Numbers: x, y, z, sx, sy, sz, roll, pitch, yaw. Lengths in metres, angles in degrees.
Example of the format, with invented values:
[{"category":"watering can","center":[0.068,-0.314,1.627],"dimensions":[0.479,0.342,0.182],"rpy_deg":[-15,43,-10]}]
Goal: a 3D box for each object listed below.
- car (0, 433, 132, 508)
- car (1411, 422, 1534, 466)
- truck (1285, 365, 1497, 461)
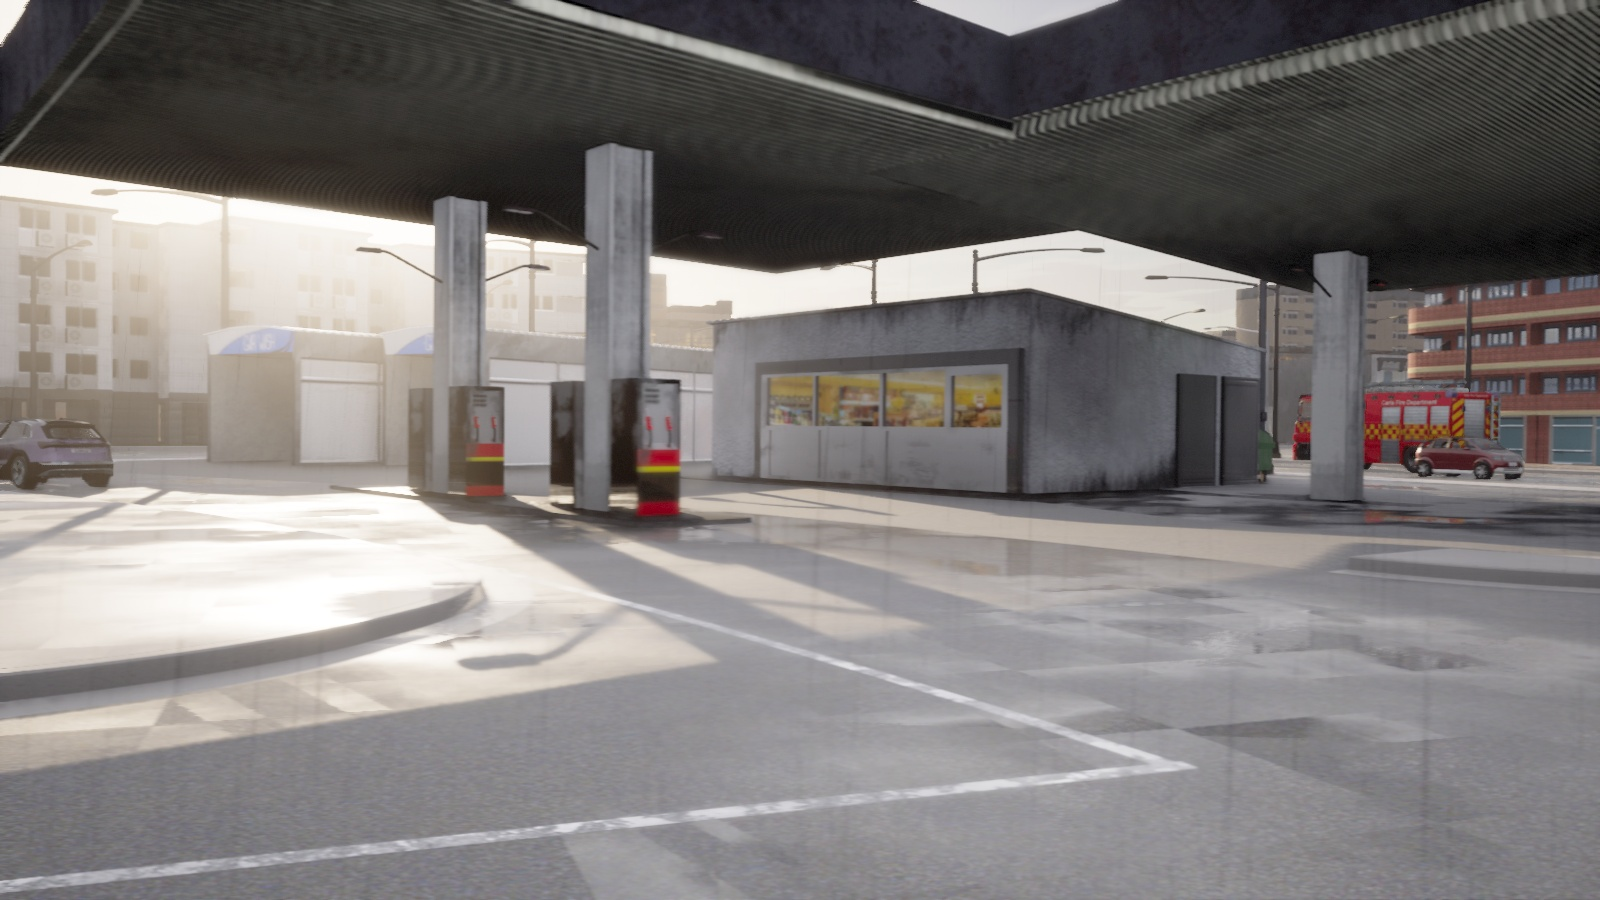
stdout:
[{"category":"car","center":[-18.278,0.438,29.976],"dimensions":[4.856,1.649,2.033],"rpy_deg":[0,1,34]},{"category":"car","center":[24.699,-0.243,46.263],"dimensions":[1.789,1.549,3.705],"rpy_deg":[-1,1,-22]},{"category":"truck","center":[25.294,-1.524,54.316],"dimensions":[2.891,3.827,8.468],"rpy_deg":[-1,1,-24]}]
